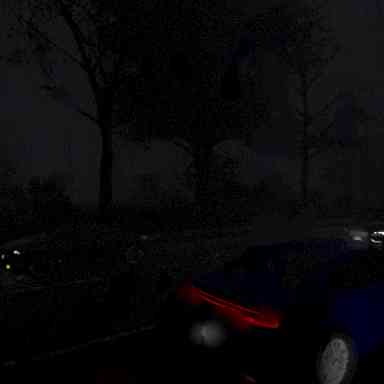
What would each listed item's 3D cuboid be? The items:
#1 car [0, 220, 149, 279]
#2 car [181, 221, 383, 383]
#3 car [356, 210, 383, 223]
[{"bbox_3d":[-3.420,1.559,10.092,4.181,1.385,1.994,0,0,-35],"label":"car"},{"bbox_3d":[2.207,1.476,5.246,5.008,1.535,1.882,0,0,-35],"label":"car"},{"bbox_3d":[8.240,1.489,13.827,4.902,1.511,2.128,0,0,-34],"label":"car"}]
